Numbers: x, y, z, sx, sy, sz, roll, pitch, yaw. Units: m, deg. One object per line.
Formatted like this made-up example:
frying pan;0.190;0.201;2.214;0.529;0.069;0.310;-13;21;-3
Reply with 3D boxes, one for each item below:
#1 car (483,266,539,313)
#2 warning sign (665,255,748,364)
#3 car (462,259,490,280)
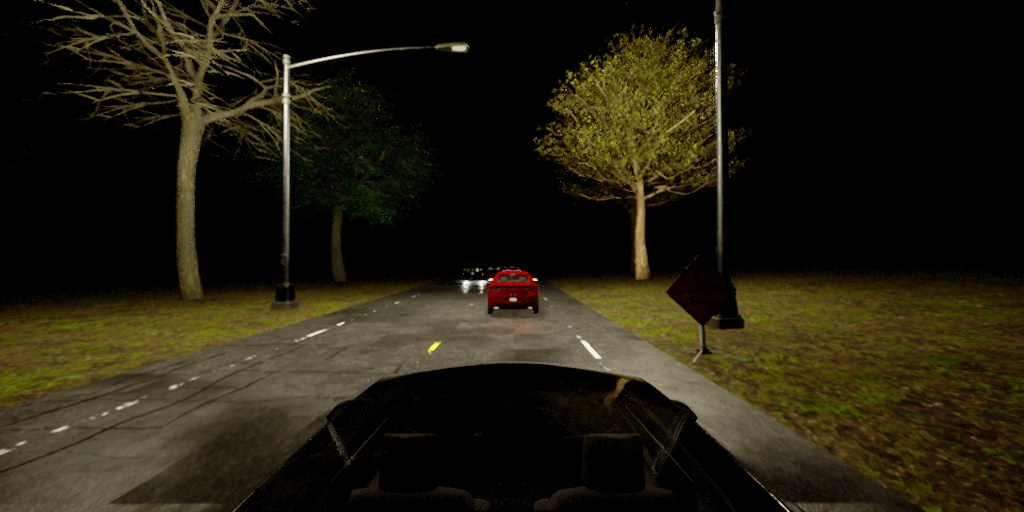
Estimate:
car;0.044;1.364;14.804;1.882;1.535;5.008;0;0;0
warning sign;3.537;0.917;6.604;1.300;1.860;1.060;0;0;0
car;-3.717;1.301;36.561;2.150;2.045;5.566;0;0;0
